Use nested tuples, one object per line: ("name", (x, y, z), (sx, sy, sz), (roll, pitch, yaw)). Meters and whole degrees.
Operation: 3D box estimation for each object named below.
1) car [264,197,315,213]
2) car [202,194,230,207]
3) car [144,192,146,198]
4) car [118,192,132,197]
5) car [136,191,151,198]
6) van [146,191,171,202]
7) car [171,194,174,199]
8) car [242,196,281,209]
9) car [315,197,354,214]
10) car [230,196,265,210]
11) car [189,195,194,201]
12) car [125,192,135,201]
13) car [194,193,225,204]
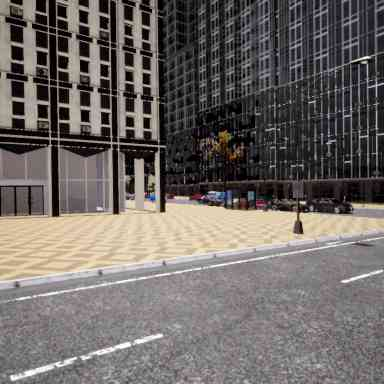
("car", (10.140, 1.424, 34.879), (1.947, 1.339, 4.313), (0, 1, -35))
("car", (3.746, 1.320, 44.280), (1.947, 1.339, 4.313), (0, 1, -35))
("car", (-8.681, 0.615, 77.131), (2.192, 1.841, 5.009), (0, 1, -35))
("car", (-18.365, 0.689, 91.166), (2.008, 1.369, 4.403), (0, 1, -35))
("car", (-11.909, 0.686, 81.810), (1.967, 1.590, 4.097), (0, 1, -35))
("van", (-5.894, 0.937, 58.339), (1.690, 1.788, 3.998), (0, 1, -35))
("car", (-5.453, 0.936, 72.456), (1.802, 1.307, 4.206), (0, 1, -35))
("car", (8.652, 1.260, 41.812), (1.837, 1.490, 4.892), (-1, 1, -34))
("car", (14.001, 1.345, 34.059), (1.837, 1.490, 4.892), (-1, 1, -35))
("car", (6.926, 1.388, 39.569), (1.802, 1.307, 4.206), (0, 1, -35))
("car", (1.004, 1.043, 63.100), (1.802, 1.307, 4.206), (0, 1, -35))
("car", (-12.350, 1.040, 67.697), (2.008, 1.369, 4.403), (0, 1, -35))
("car", (2.813, 1.262, 50.289), (1.895, 1.301, 4.718), (-1, 1, -35))
